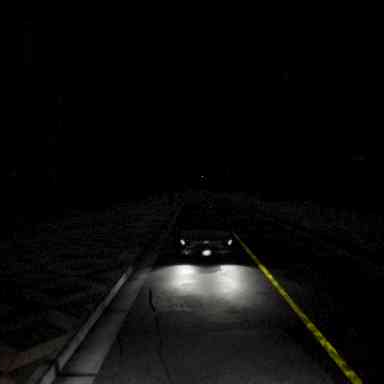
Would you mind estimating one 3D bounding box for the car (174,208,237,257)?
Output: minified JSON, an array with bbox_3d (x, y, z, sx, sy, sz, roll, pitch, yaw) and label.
[{"bbox_3d":[0.430,1.290,12.097,2.033,1.411,5.357,0,1,0],"label":"car"}]
